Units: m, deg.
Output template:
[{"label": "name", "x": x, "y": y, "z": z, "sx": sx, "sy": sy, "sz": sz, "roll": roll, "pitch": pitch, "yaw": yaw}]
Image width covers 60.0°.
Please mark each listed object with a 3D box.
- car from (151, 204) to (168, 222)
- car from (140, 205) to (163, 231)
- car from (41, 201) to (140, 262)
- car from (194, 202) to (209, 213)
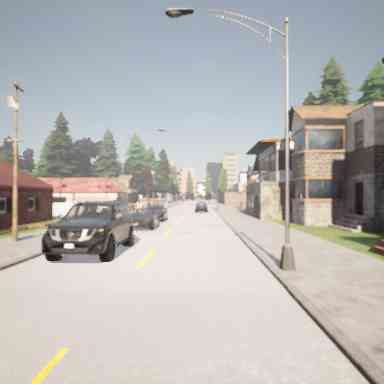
[{"label": "car", "x": -3.269, "y": 1.874, "z": 30.112, "sx": 1.837, "sy": 1.490, "sz": 4.892, "roll": 0, "pitch": -1, "yaw": 2}, {"label": "car", "x": -3.424, "y": 1.845, "z": 22.986, "sx": 1.994, "sy": 1.385, "sz": 4.181, "roll": 0, "pitch": -1, "yaw": 2}, {"label": "car", "x": -3.776, "y": 1.384, "z": 13.195, "sx": 2.150, "sy": 2.045, "sz": 5.566, "roll": 0, "pitch": -1, "yaw": 2}, {"label": "car", "x": 1.330, "y": 2.121, "z": 46.299, "sx": 2.033, "sy": 1.411, "sz": 5.357, "roll": 0, "pitch": -1, "yaw": 2}]
